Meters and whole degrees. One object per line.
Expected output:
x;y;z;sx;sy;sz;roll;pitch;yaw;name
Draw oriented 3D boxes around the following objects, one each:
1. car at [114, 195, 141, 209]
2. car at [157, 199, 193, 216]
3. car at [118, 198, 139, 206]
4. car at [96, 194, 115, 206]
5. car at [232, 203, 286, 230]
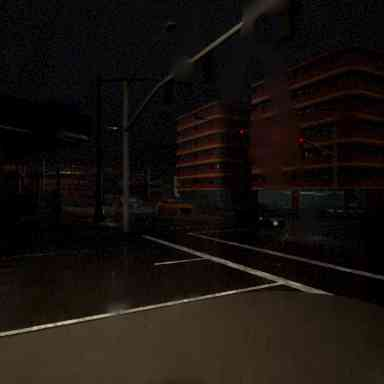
-8.193;1.493;43.407;2.128;1.511;4.902;0;0;-30;car
-1.759;1.477;32.473;1.882;1.535;5.008;0;0;-30;car
-10.497;1.600;54.604;1.895;1.301;4.718;0;0;-30;car
-14.120;1.506;53.554;1.837;1.490;4.892;0;0;-30;car
4.082;1.492;20.952;2.128;1.511;4.902;0;0;-14;car
